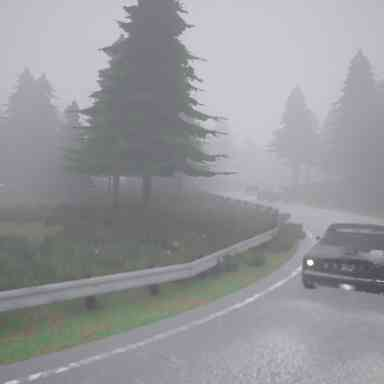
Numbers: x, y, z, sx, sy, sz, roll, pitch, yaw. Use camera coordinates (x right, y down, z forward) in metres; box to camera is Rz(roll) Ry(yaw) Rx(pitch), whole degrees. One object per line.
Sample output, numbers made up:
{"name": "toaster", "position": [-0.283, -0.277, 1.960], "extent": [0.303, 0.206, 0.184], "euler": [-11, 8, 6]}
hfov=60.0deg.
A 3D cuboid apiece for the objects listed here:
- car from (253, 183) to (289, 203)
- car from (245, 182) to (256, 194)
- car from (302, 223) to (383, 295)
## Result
{"name": "car", "position": [7.930, 0.239, 32.756], "extent": [1.812, 1.442, 4.674], "euler": [2, 4, -10]}
{"name": "car", "position": [8.371, -0.547, 45.426], "extent": [1.837, 1.490, 4.892], "euler": [2, 4, 14]}
{"name": "car", "position": [4.213, 1.545, 8.560], "extent": [1.895, 1.301, 4.718], "euler": [1, 2, 30]}
